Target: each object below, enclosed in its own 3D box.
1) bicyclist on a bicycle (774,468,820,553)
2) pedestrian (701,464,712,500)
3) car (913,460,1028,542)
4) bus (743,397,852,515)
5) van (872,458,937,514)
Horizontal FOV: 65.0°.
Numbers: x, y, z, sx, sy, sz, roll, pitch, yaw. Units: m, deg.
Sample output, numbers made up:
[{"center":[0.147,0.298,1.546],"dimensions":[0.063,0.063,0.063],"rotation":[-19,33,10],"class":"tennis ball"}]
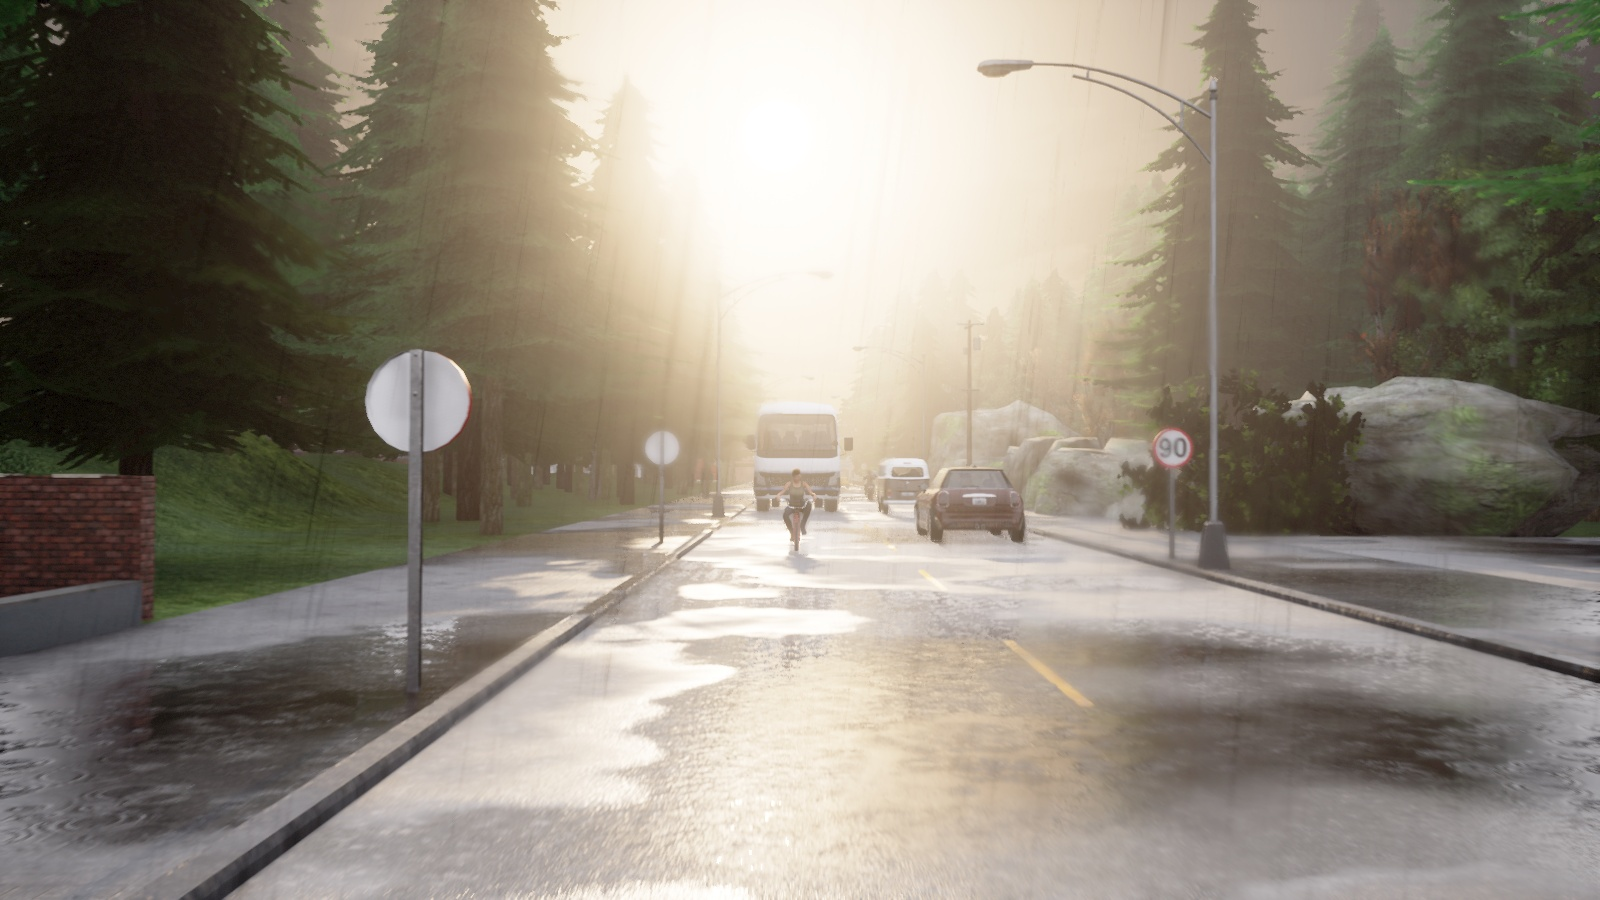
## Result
[{"center":[-0.057,1.165,24.719],"dimensions":[0.866,1.612,1.509],"rotation":[0,-1,0],"class":"bicyclist on a bicycle"},{"center":[-4.750,1.610,63.736],"dimensions":[0.431,1.840,0.703],"rotation":[0,-1,8],"class":"pedestrian"},{"center":[3.926,1.155,29.720],"dimensions":[2.097,1.767,4.553],"rotation":[0,-1,0],"class":"car"},{"center":[-0.107,0.286,50.611],"dimensions":[3.944,4.253,10.273],"rotation":[0,-1,0],"class":"bus"},{"center":[3.902,1.322,47.652],"dimensions":[2.069,2.038,4.480],"rotation":[0,-1,0],"class":"van"}]
